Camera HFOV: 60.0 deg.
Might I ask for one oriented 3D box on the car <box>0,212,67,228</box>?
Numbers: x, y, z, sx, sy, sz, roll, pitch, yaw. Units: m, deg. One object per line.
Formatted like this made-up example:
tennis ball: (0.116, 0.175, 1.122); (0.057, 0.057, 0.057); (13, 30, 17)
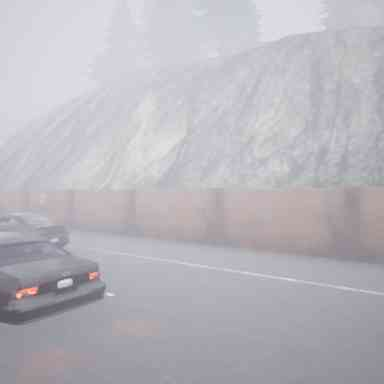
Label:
car: (-6.707, 1.531, 13.077); (4.674, 1.442, 1.812); (0, 0, 36)

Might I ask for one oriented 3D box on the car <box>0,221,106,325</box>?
car: (-4.137, 1.551, 6.944); (5.357, 1.411, 2.033); (0, 0, 36)
